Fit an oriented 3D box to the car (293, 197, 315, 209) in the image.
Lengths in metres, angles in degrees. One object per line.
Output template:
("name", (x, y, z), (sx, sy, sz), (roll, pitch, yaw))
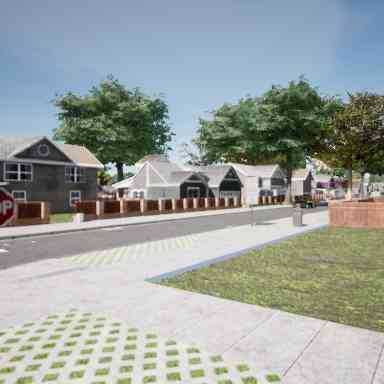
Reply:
("car", (15.451, 1.488, 45.878), (1.837, 1.490, 4.892), (0, 0, 36))
